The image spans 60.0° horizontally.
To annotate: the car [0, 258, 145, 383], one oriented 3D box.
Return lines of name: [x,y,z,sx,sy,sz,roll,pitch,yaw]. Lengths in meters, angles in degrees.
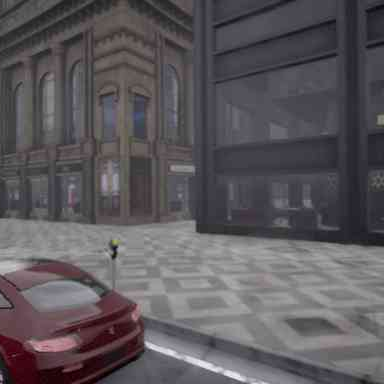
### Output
car: [-2.523,1.632,4.770,4.206,1.307,1.802,-1,0,36]
